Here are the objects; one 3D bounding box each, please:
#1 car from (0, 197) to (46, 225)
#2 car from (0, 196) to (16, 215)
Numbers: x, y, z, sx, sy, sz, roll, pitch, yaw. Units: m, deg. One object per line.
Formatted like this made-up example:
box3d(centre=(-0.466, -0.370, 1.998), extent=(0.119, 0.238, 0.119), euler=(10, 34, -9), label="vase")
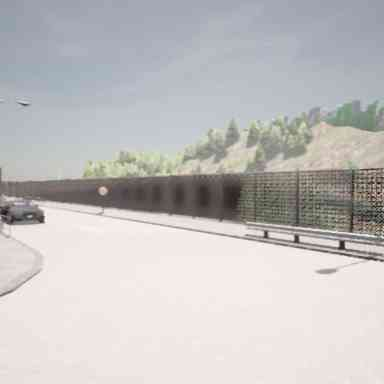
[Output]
box3d(centre=(-10.858, 1.240, 21.256), extent=(1.994, 1.385, 4.181), euler=(0, 1, -39), label="car")
box3d(centre=(-16.801, 1.094, 28.511), extent=(2.033, 1.411, 5.357), euler=(0, 1, -39), label="car")
